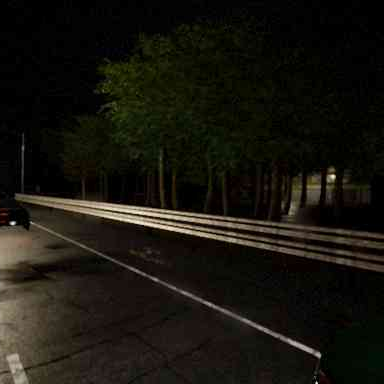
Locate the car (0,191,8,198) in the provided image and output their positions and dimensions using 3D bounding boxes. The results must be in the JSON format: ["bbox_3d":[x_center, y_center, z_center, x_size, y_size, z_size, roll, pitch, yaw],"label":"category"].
[{"bbox_3d":[-41.009,0.476,71.146,2.097,1.767,4.553,1,0,-14],"label":"car"}]

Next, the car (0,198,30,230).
[{"bbox_3d":[-10.415,1.280,18.672,1.837,1.490,4.892,1,0,-36],"label":"car"}]

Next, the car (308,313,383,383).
[{"bbox_3d":[2.783,1.264,0.541,2.150,2.045,5.566,1,-1,-31],"label":"car"}]
